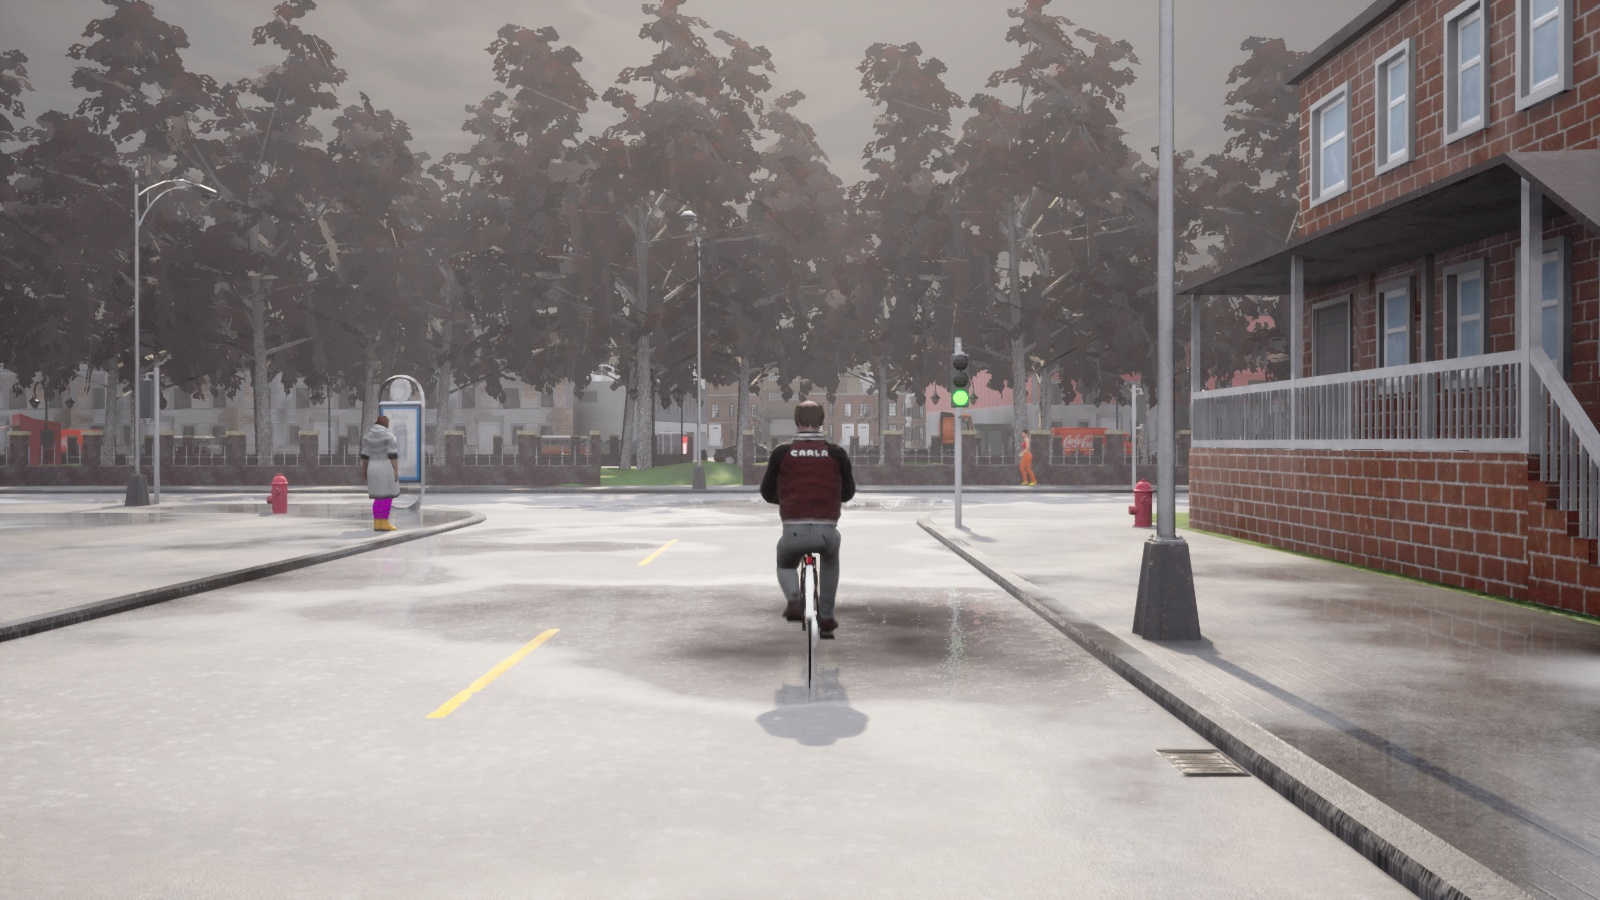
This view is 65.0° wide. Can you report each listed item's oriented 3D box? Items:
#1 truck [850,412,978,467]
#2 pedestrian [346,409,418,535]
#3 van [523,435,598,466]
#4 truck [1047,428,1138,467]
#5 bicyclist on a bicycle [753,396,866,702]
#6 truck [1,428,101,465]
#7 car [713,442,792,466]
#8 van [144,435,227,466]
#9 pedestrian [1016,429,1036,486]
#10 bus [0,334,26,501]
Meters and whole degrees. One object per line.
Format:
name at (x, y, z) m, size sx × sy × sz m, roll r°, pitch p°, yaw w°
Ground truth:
truck at (7.244, -0.683, 80.379) m, size 7.936 × 3.462 × 2.891 m, roll 0°, pitch 0°, yaw 0°
pedestrian at (-6.634, 0.338, 19.954) m, size 0.659 × 1.952 × 0.873 m, roll 0°, pitch 0°, yaw 28°
van at (-15.313, 0.032, 80.486) m, size 4.442 × 1.987 × 1.775 m, roll 0°, pitch 0°, yaw 0°
truck at (18.654, -0.179, 80.329) m, size 5.204 × 2.467 × 2.627 m, roll 0°, pitch 0°, yaw 0°
bicyclist on a bicycle at (0.061, 0.571, 8.229) m, size 0.659 × 1.776 × 1.843 m, roll 0°, pitch 0°, yaw 0°
truck at (-50.395, -0.258, 84.601) m, size 5.204 × 2.467 × 2.627 m, roll 0°, pitch 0°, yaw 0°
car at (-3.026, 0.268, 80.433) m, size 5.008 × 1.535 × 1.882 m, roll 0°, pitch 0°, yaw 0°
van at (-39.411, 0.013, 80.566) m, size 4.442 × 1.987 × 1.775 m, roll 0°, pitch 0°, yaw 0°
pedestrian at (7.286, 0.234, 40.446) m, size 0.594 × 1.836 × 0.345 m, roll 0°, pitch 0°, yaw 0°
bus at (-25.580, -0.827, 31.244) m, size 10.273 × 4.253 × 3.944 m, roll 0°, pitch 0°, yaw 1°
